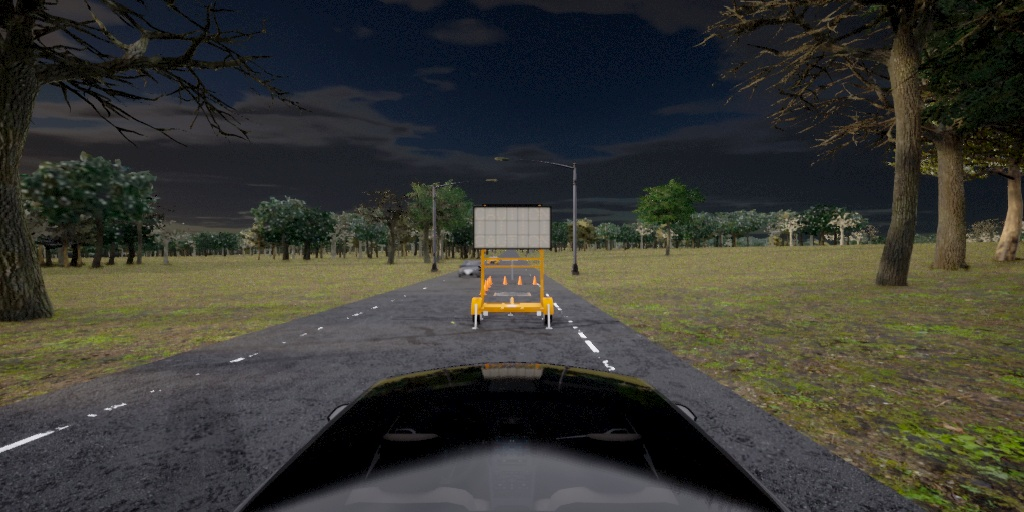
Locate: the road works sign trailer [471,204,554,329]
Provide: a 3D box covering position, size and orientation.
[{"bbox_3d":[0.011,0.197,11.145,2.380,3.560,2.880,0,0,0],"label":"road works sign trailer"}]

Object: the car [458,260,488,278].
[{"bbox_3d":[-3.566,1.128,31.634,2.128,1.511,4.902,0,0,0],"label":"car"}]

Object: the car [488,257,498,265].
[{"bbox_3d":[-3.427,0.848,64.087,1.882,1.535,5.008,0,1,0],"label":"car"}]
